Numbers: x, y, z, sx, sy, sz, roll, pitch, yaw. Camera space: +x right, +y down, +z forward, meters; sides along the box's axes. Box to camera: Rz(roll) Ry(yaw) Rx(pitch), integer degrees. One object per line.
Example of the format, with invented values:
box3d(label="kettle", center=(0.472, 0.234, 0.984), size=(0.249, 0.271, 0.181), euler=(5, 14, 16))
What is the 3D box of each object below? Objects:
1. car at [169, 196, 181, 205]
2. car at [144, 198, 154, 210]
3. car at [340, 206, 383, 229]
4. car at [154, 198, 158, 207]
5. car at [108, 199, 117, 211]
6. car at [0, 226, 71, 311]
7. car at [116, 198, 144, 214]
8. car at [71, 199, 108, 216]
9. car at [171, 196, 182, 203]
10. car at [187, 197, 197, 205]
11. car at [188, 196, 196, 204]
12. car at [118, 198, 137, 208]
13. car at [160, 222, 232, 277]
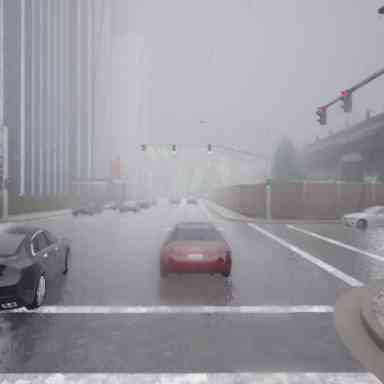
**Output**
box3d(label="car", center=(-3.496, 1.779, 64.672), size=(1.837, 1.490, 4.892), euler=(0, 0, 0))
box3d(label="car", center=(-7.080, 1.803, 47.576), size=(1.895, 1.301, 4.718), euler=(0, 0, 0))
box3d(label="car", center=(12.368, 1.676, 22.182), size=(4.674, 1.442, 1.812), euler=(0, 0, -3))
box3d(label="car", center=(-7.018, 1.736, 57.595), size=(2.128, 1.511, 4.902), euler=(0, 0, 0))
box3d(label="car", center=(-10.587, 1.678, 43.947), size=(2.128, 1.511, 4.902), euler=(0, 0, 0))
box3d(label="car", center=(-4.111, 1.557, 7.765), size=(1.837, 1.490, 4.892), euler=(1, 0, -10))
box3d(label="car", center=(-7.077, 1.689, 38.497), size=(1.812, 1.442, 4.674), euler=(0, 0, 0))
box3d(label="car", center=(-10.596, 1.693, 34.207), size=(2.033, 1.411, 5.357), euler=(0, 0, 0))
box3d(label="car", center=(-3.495, 1.704, 75.097), size=(2.128, 1.511, 4.902), euler=(0, 0, 0))
box3d(label="car", center=(0.012, 1.754, 65.218), size=(1.882, 1.535, 5.008), euler=(0, 0, 0))
box3d(label="car", center=(0.005, 1.799, 75.625), size=(1.882, 1.535, 5.008), euler=(0, 0, 0))
box3d(label="car", center=(-10.536, 1.724, 54.985), size=(2.128, 1.511, 4.902), euler=(0, 0, 0))
box3d(label="car", center=(0.096, 1.631, 10.542), size=(1.994, 1.385, 4.181), euler=(0, 0, 0))
